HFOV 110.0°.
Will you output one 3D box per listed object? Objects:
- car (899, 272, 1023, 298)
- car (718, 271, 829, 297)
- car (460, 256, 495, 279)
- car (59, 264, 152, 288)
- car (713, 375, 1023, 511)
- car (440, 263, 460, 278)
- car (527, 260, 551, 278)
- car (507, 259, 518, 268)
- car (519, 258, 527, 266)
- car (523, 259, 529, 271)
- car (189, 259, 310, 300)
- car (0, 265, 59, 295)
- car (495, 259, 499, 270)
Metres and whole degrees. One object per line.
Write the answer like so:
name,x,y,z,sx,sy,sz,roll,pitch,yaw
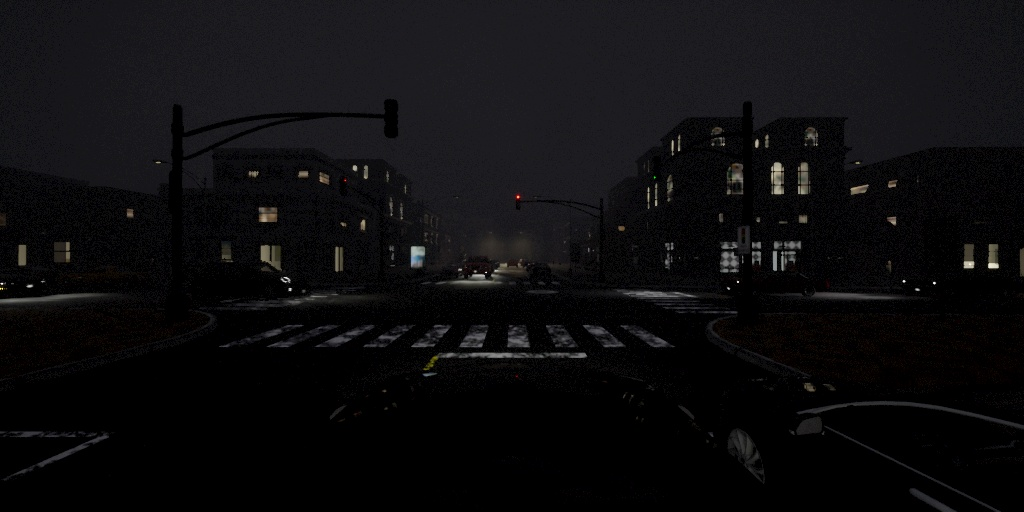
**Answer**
car,23.749,1.481,19.022,4.718,1.301,1.895,0,0,1
car,13.800,1.432,19.168,4.718,1.301,1.895,0,0,1
car,-3.115,0.975,33.519,2.150,2.045,5.566,0,0,1
car,-25.456,1.194,22.362,4.829,1.417,1.751,0,0,1
car,2.691,1.300,1.580,2.007,1.370,4.403,0,0,0
car,-5.693,1.335,33.982,1.802,1.307,4.207,0,0,0
car,2.688,1.318,33.970,1.948,1.339,4.313,0,0,0
car,0.093,1.237,63.896,1.882,1.535,5.008,0,0,0
car,2.685,1.309,61.579,2.007,1.370,4.403,0,0,0
car,2.687,1.336,45.012,1.802,1.307,4.207,0,0,0
car,-12.012,1.053,16.693,4.553,1.767,2.097,0,0,-3
car,-24.641,1.147,16.563,4.892,1.490,1.837,0,0,1
car,-3.099,1.245,43.447,2.128,1.511,4.902,0,0,1
